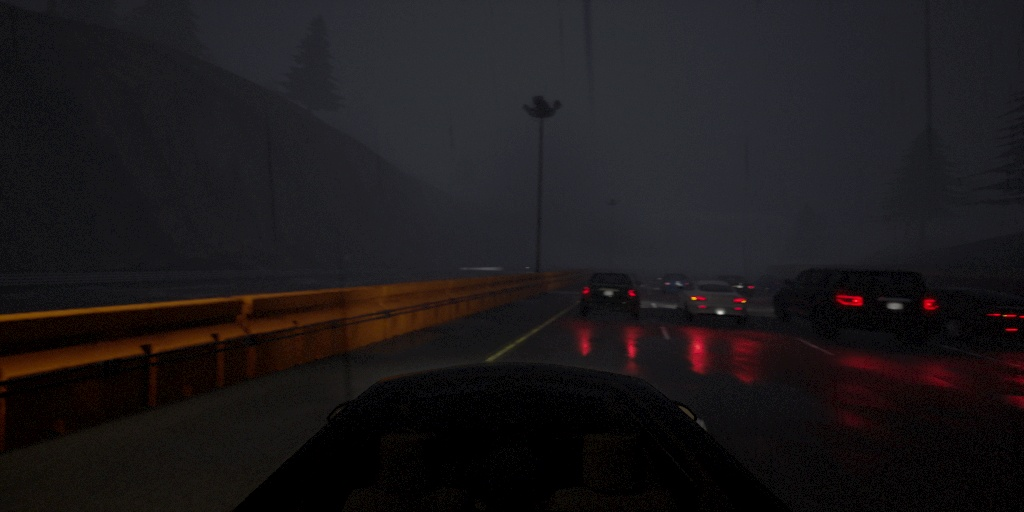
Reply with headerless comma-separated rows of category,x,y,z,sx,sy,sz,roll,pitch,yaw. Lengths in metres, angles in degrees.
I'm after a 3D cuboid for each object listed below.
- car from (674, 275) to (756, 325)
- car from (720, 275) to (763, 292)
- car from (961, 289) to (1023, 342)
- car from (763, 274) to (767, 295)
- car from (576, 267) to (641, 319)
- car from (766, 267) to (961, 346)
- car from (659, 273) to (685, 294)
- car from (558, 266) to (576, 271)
car,7.505,1.637,13.740,1.812,1.442,4.674,1,-1,20
car,14.988,2.004,24.584,2.033,1.411,5.357,1,-1,20
car,14.081,1.765,11.346,1.837,1.490,4.892,1,0,20
car,19.479,2.082,26.578,1.882,1.535,5.008,1,0,21
car,4.135,1.383,14.695,2.097,1.767,4.553,1,-1,20
car,10.385,1.382,11.398,2.150,2.045,5.566,1,-1,20
car,11.684,1.929,25.739,2.033,1.411,5.357,1,-1,20
car,10.537,2.455,64.333,1.895,1.301,4.718,1,-1,32
